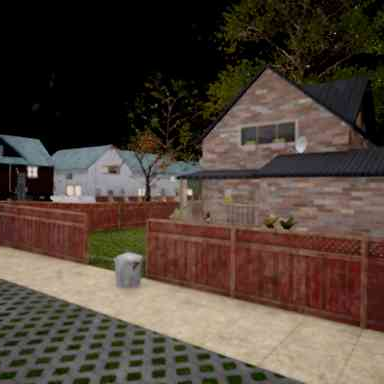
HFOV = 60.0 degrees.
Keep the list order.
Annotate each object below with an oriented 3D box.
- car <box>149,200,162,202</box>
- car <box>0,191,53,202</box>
[{"bbox_3d":[-4.218,1.502,34.809,1.895,1.301,4.718,1,0,37],"label":"car"},{"bbox_3d":[-12.632,0.982,23.534,2.150,2.045,5.566,1,0,36],"label":"car"}]
